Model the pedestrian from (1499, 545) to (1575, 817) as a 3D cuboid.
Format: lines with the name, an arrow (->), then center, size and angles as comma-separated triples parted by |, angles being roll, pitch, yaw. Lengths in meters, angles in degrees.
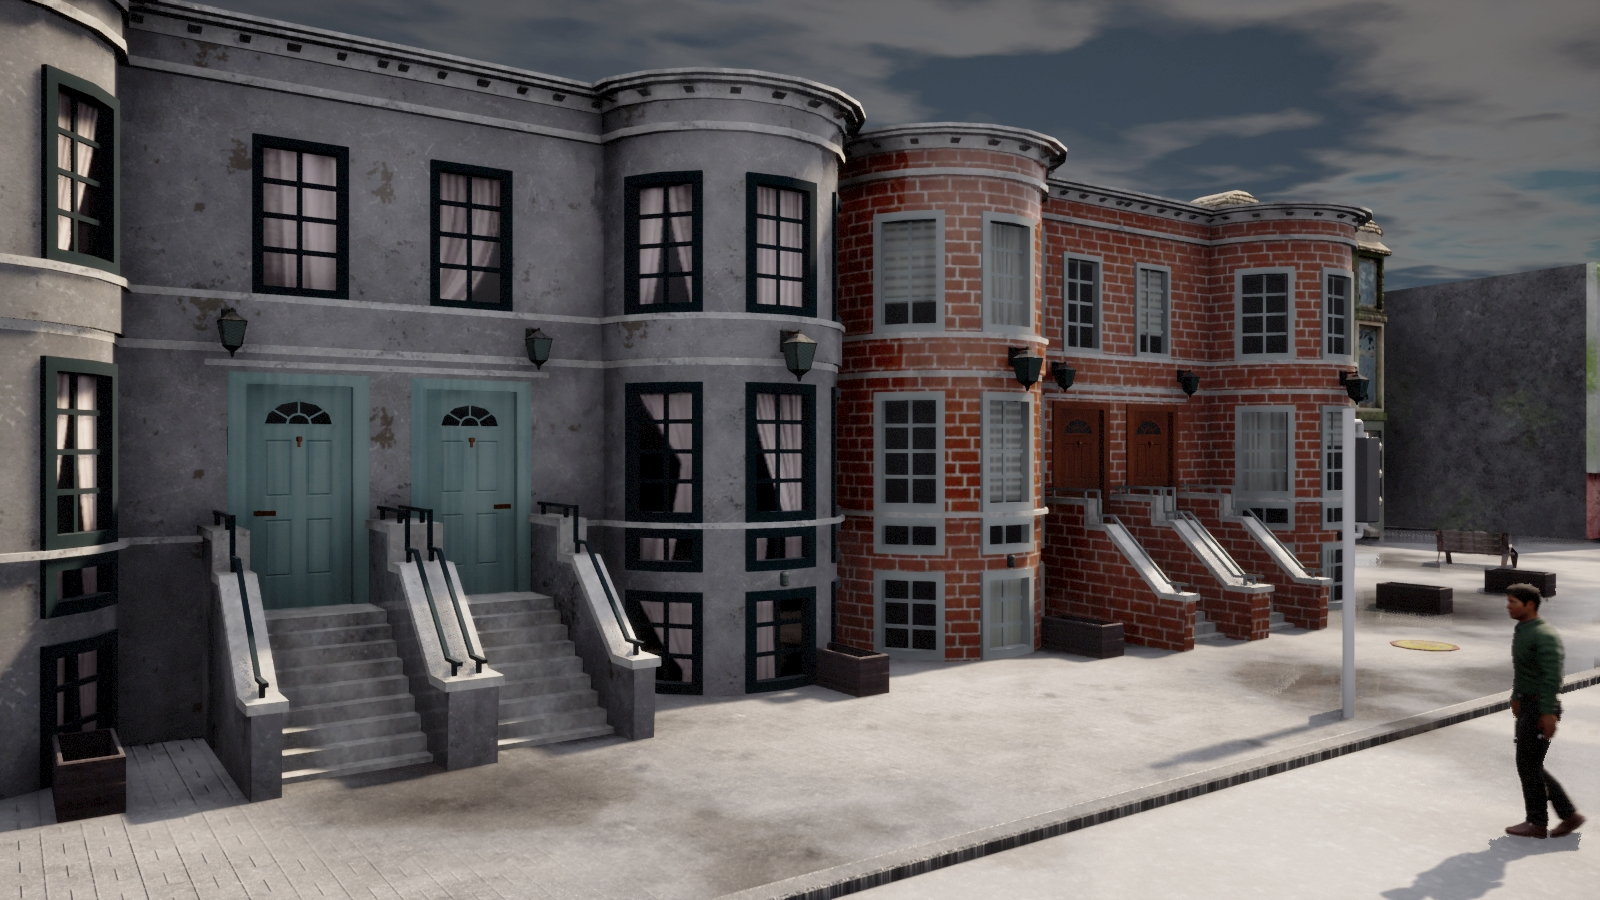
pedestrian -> 5.276, 1.629, 8.191 | 0.375, 1.860, 0.375 | 0, 0, 17
